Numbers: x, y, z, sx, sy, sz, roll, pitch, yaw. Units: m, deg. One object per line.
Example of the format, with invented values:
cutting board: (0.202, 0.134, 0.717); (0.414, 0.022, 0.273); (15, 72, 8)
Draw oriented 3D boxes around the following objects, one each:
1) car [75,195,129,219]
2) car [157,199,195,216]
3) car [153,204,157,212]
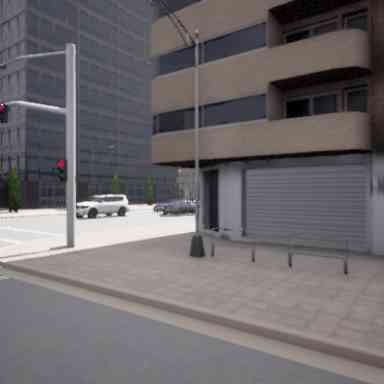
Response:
car: (-8.232, 1.279, 30.331); (2.150, 2.045, 5.566); (0, 0, 36)
car: (-1.145, 1.613, 33.767); (1.994, 1.385, 4.181); (0, 0, 36)
car: (-2.479, 1.583, 38.205); (1.812, 1.442, 4.674); (0, 0, 36)
